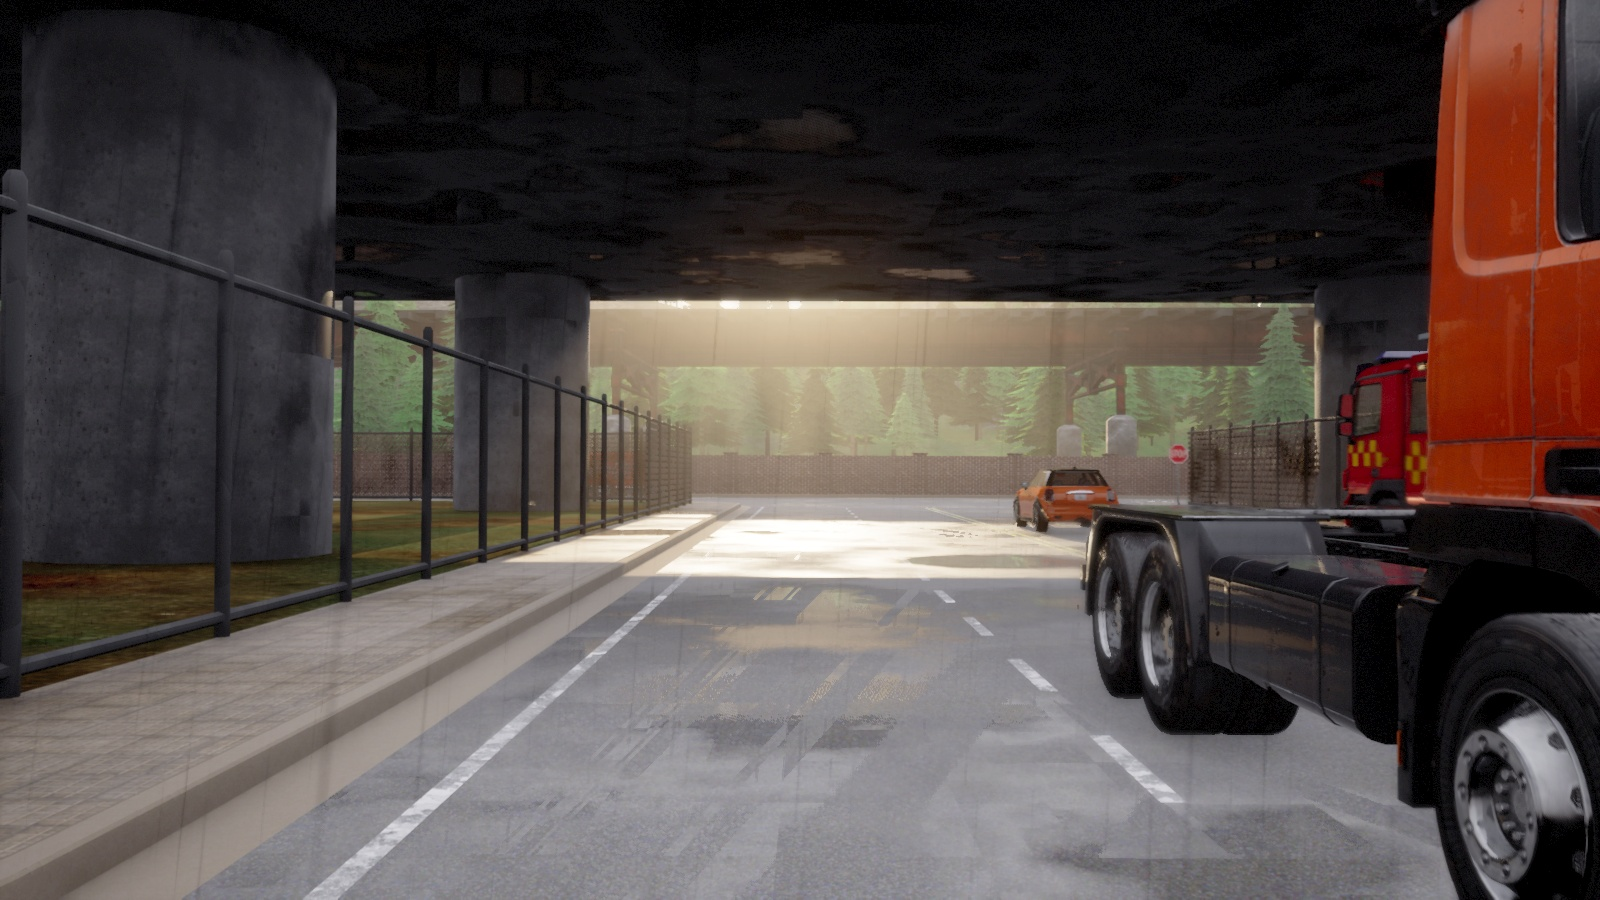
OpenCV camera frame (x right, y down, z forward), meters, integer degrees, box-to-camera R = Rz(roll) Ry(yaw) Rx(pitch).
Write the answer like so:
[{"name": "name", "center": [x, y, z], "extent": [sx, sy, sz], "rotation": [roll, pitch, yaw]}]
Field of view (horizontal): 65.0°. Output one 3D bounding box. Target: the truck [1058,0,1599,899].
[{"name": "truck", "center": [3.520, -0.082, 6.070], "extent": [2.891, 3.462, 7.936], "rotation": [0, -1, 0]}]

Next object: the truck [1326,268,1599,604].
[{"name": "truck", "center": [10.591, -0.104, 17.644], "extent": [2.891, 3.827, 8.468], "rotation": [0, -1, 1]}]

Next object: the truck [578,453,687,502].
[{"name": "truck", "center": [-8.501, 1.406, 64.165], "extent": [5.204, 2.467, 2.627], "rotation": [0, -1, 0]}]

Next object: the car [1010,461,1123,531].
[{"name": "car", "center": [7.129, 1.201, 34.066], "extent": [2.097, 1.767, 4.553], "rotation": [0, -1, 0]}]
